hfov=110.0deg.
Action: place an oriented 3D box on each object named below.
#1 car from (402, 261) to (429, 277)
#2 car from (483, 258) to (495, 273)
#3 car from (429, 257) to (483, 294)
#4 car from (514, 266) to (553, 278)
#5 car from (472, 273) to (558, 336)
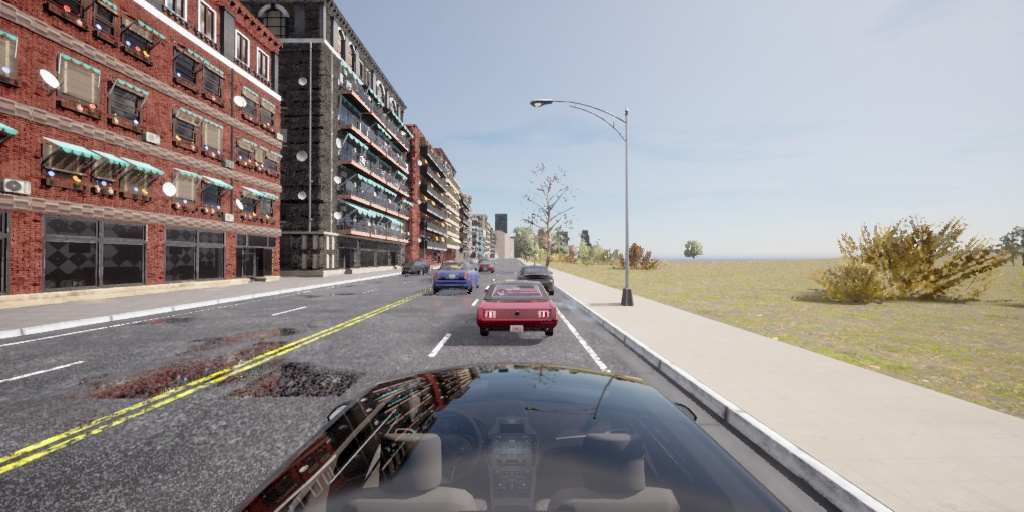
[{"bbox_3d":[-9.732,1.229,36.552,1.882,1.535,5.008,0,0,0],"label":"car"},{"bbox_3d":[-3.007,1.277,42.844,1.812,1.442,4.674,0,0,0],"label":"car"},{"bbox_3d":[-3.086,1.104,20.634,2.097,1.767,4.553,0,0,0],"label":"car"},{"bbox_3d":[1.198,1.257,19.537,1.837,1.490,4.892,0,0,0],"label":"car"},{"bbox_3d":[0.128,1.352,10.336,1.895,1.301,4.718,0,0,0],"label":"car"}]
